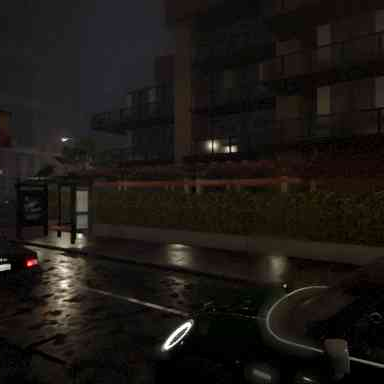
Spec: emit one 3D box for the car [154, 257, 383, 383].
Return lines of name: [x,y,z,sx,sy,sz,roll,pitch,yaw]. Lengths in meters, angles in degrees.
car: [1.850,1.352,2.685,4.553,1.767,2.097,0,0,35]

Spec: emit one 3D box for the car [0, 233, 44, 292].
car: [-5.768,1.547,8.061,5.357,1.411,2.033,0,0,36]

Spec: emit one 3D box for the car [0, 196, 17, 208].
car: [-25.205,1.352,48.253,2.097,1.767,4.553,0,0,35]
